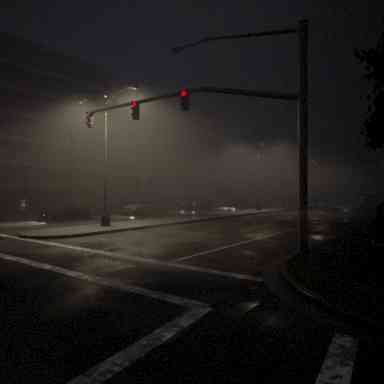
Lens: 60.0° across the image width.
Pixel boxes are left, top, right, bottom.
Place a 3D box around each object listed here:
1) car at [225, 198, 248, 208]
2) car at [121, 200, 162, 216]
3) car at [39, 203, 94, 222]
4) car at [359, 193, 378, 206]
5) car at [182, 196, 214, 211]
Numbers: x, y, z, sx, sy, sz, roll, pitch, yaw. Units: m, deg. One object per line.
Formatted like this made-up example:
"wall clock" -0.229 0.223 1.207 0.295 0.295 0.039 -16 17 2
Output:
"car" 6.619 1.564 49.397 1.994 1.385 4.181 0 0 36
"car" -4.951 1.524 33.472 1.812 1.442 4.674 0 0 36
"car" -9.943 1.564 26.591 1.994 1.385 4.181 0 0 36
"car" 28.735 1.221 54.037 2.150 2.045 5.566 0 0 36
"car" 0.780 1.352 41.368 2.097 1.767 4.553 0 0 36
